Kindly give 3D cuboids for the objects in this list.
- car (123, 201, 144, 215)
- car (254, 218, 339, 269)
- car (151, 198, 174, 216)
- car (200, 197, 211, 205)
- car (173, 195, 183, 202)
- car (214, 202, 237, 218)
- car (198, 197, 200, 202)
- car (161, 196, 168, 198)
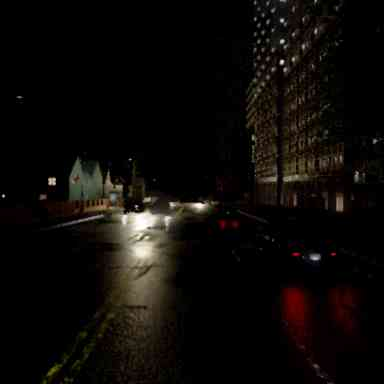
[{"bbox_3d":[-6.608,1.796,38.061,1.837,1.490,4.892,0,0,0],"label":"car"},{"bbox_3d":[3.345,1.610,11.328,1.812,1.442,4.674,0,0,0],"label":"car"},{"bbox_3d":[-3.360,1.756,36.504,1.882,1.535,5.008,0,0,0],"label":"car"},{"bbox_3d":[3.217,2.146,74.337,1.812,1.442,4.674,0,-1,0],"label":"car"},{"bbox_3d":[-3.285,1.671,77.610,2.150,2.045,5.566,0,-1,0],"label":"car"},{"bbox_3d":[3.335,1.745,33.338,2.128,1.511,4.902,0,0,0],"label":"car"},{"bbox_3d":[3.212,2.273,85.340,2.033,1.411,5.357,0,-1,0],"label":"car"},{"bbox_3d":[-6.535,1.775,78.669,1.837,1.490,4.892,0,-1,0],"label":"car"}]
